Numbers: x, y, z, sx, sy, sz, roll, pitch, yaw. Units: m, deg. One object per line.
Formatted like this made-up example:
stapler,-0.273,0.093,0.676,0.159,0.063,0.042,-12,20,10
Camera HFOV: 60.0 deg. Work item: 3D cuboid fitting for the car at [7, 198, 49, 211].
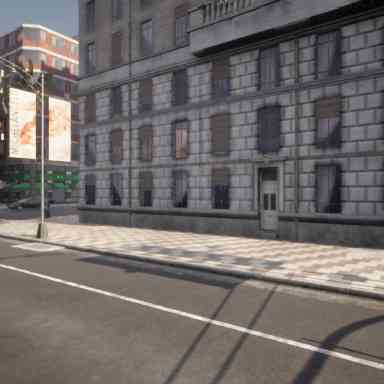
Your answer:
car,-20.334,1.504,41.412,1.837,1.490,4.892,0,0,36
